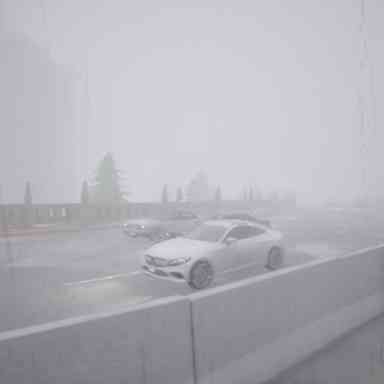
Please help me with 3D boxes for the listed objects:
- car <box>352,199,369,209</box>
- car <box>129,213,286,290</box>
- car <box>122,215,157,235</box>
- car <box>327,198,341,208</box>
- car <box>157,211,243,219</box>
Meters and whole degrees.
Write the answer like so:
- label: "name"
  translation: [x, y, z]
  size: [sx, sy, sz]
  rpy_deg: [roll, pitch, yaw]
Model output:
- label: "car"
  translation: [24.817, 1.669, 49.167]
  size: [2.033, 1.411, 5.357]
  rpy_deg: [-1, 0, 21]
- label: "car"
  translation: [0.822, 1.538, 9.340]
  size: [4.674, 1.442, 1.812]
  rpy_deg: [0, 0, -41]
- label: "car"
  translation: [-1.114, 1.640, 16.882]
  size: [4.718, 1.301, 1.895]
  rpy_deg: [0, 0, -43]
- label: "car"
  translation: [22.148, 1.685, 52.150]
  size: [1.812, 1.442, 4.674]
  rpy_deg: [0, 0, 20]
- label: "car"
  translation: [1.371, 1.573, 14.383]
  size: [5.357, 1.411, 2.033]
  rpy_deg: [0, 0, -42]
